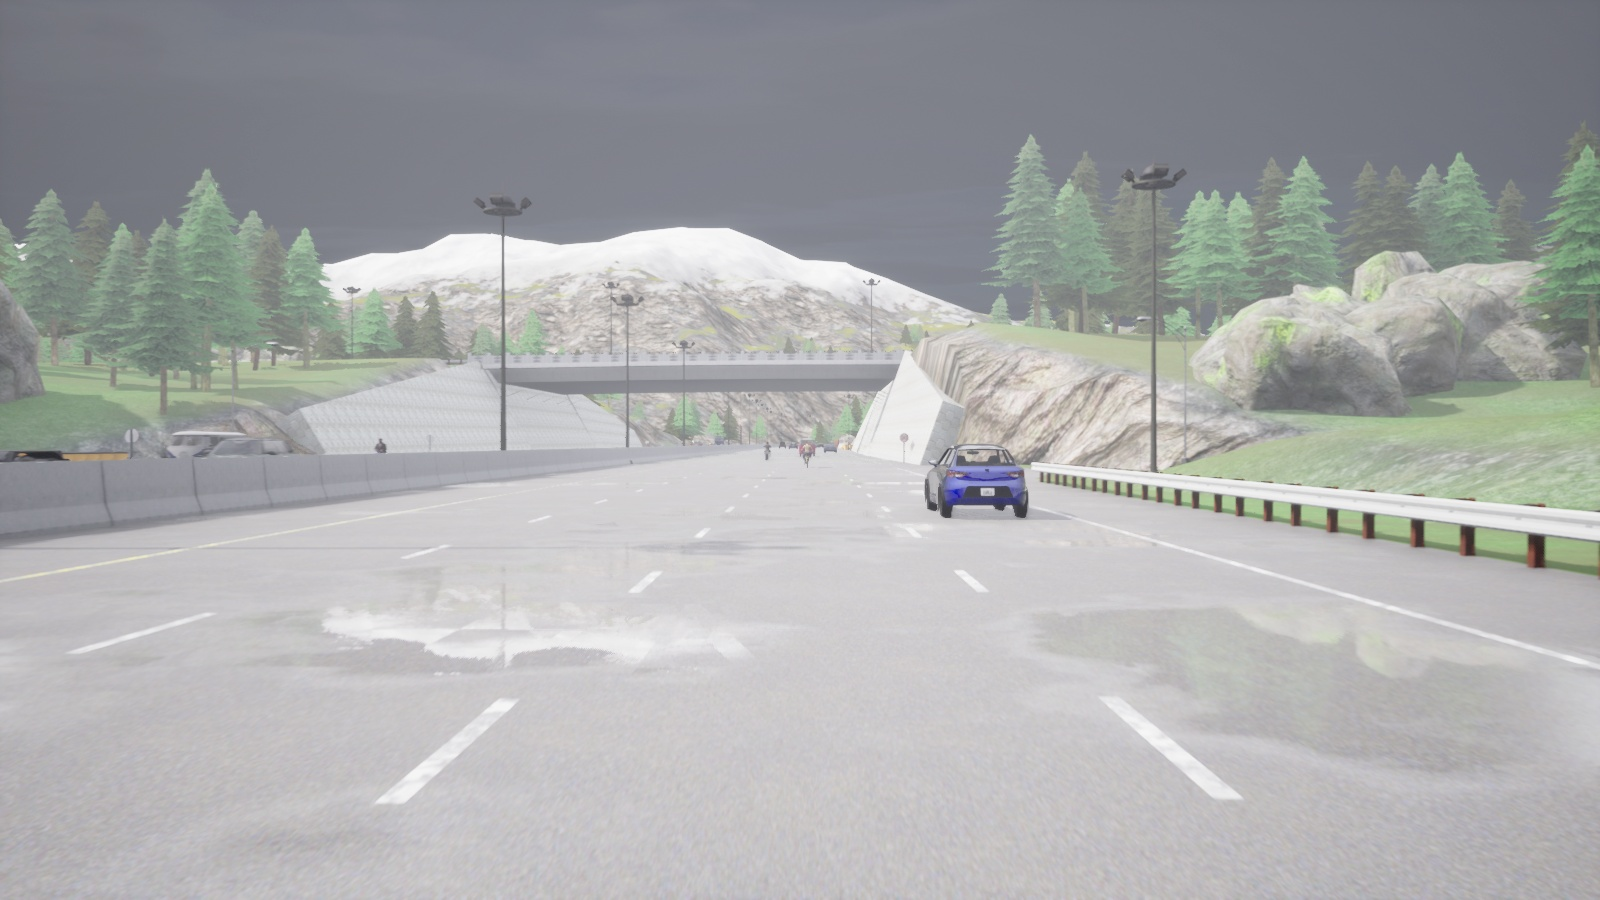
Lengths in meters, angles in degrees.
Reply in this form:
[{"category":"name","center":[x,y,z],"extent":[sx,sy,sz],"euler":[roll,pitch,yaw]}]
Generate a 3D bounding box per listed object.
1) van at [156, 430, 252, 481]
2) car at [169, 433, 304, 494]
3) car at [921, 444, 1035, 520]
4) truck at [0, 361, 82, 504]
[{"category":"van","center":[-24.194,0.192,51.174],"extent":[1.775,1.987,4.442],"euler":[0,0,0]},{"category":"car","center":[-17.264,0.372,38.769],"extent":[2.097,1.767,4.553],"euler":[0,0,0]},{"category":"car","center":[3.666,0.614,26.522],"extent":[1.816,1.474,4.193],"euler":[0,0,0]},{"category":"truck","center":[-20.815,-0.420,29.856],"extent":[2.891,3.462,7.936],"euler":[0,0,0]}]
